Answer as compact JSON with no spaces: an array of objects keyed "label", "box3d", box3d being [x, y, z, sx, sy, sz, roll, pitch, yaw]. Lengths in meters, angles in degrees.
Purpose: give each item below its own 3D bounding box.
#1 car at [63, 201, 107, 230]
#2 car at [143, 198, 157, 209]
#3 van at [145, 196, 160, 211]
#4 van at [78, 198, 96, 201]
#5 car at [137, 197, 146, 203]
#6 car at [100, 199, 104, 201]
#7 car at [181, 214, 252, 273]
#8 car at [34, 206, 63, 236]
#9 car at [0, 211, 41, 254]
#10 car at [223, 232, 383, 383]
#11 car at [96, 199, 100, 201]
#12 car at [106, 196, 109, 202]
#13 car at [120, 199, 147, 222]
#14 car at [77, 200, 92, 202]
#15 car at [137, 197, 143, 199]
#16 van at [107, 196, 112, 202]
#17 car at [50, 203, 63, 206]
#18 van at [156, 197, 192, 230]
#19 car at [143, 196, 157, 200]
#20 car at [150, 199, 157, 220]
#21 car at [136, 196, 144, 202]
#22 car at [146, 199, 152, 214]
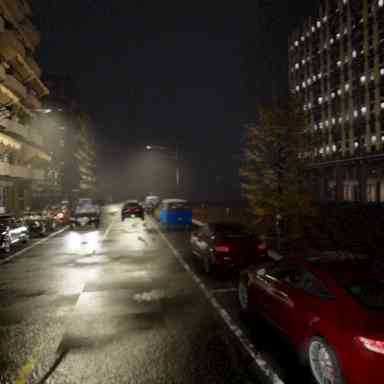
[{"label":"car","box3d":[-7.188,1.673,22.987,2.128,1.511,4.902,-2,0,-11]},{"label":"car","box3d":[-6.207,1.693,48.565,1.752,1.417,4.829,-2,0,-11]},{"label":"van","box3d":[-5.163,1.478,42.967,1.690,1.788,3.998,-2,0,-11]},{"label":"van","box3d":[-13.396,1.694,41.420,1.690,1.788,3.998,-2,0,-11]},{"label":"car","box3d":[-12.293,1.904,80.988,1.887,1.381,4.507,-2,0,-11]},{"label":"car","box3d":[-15.427,1.996,52.282,1.802,1.307,4.206,-2,0,-11]},{"label":"car","box3d":[0.964,1.553,10.376,1.802,1.307,4.206,-2,0,-11]},{"label":"car","box3d":[-9.310,1.790,19.694,2.008,1.369,4.403,-2,0,-11]},{"label":"car","box3d":[-8.290,1.763,14.262,2.008,1.369,4.403,-2,0,-11]},{"label":"car","box3d":[1.984,1.528,4.945,1.802,1.307,4.206,-2,0,-11]},{"label":"car","box3d":[-14.408,1.965,46.851,1.802,1.307,4.206,-2,0,-11]},{"label":"car","box3d":[-17.467,2.042,63.146,1.947,1.339,4.313,-2,0,-11]},{"label":"car","box3d":[-5.080,1.634,28.503,1.837,1.490,4.892,-2,0,-10]},{"label":"car","box3d":[-12.369,1.868,35.988,1.887,1.381,4.507,-2,0,-11]},{"label":"car","box3d":[-7.364,1.686,40.632,2.128,1.511,4.902,-2,0,-10]},{"label":"van","box3d":[-22.572,1.987,90.304,1.690,1.788,3.998,-2,0,-11]},{"label":"car","box3d":[-10.333,1.706,25.124,1.967,1.590,4.097,-2,0,-11]},{"label":"van","box3d":[-1.083,1.364,21.240,1.690,1.788,3.998,-2,0,-11]},{"label":"car","box3d":[-4.139,1.547,37.534,1.967,1.590,4.097,-2,0,-11]},{"label":"car","box3d":[-2.128,1.576,26.838,1.752,1.417,4.829,-2,0,-11]},{"label":"car","box3d":[-14.332,1.974,91.850,1.887,1.381,4.507,-2,0,-11]},{"label":"car","box3d":[-3.115,1.644,32.103,1.947,1.339,4.313,-2,0,-11]}]
